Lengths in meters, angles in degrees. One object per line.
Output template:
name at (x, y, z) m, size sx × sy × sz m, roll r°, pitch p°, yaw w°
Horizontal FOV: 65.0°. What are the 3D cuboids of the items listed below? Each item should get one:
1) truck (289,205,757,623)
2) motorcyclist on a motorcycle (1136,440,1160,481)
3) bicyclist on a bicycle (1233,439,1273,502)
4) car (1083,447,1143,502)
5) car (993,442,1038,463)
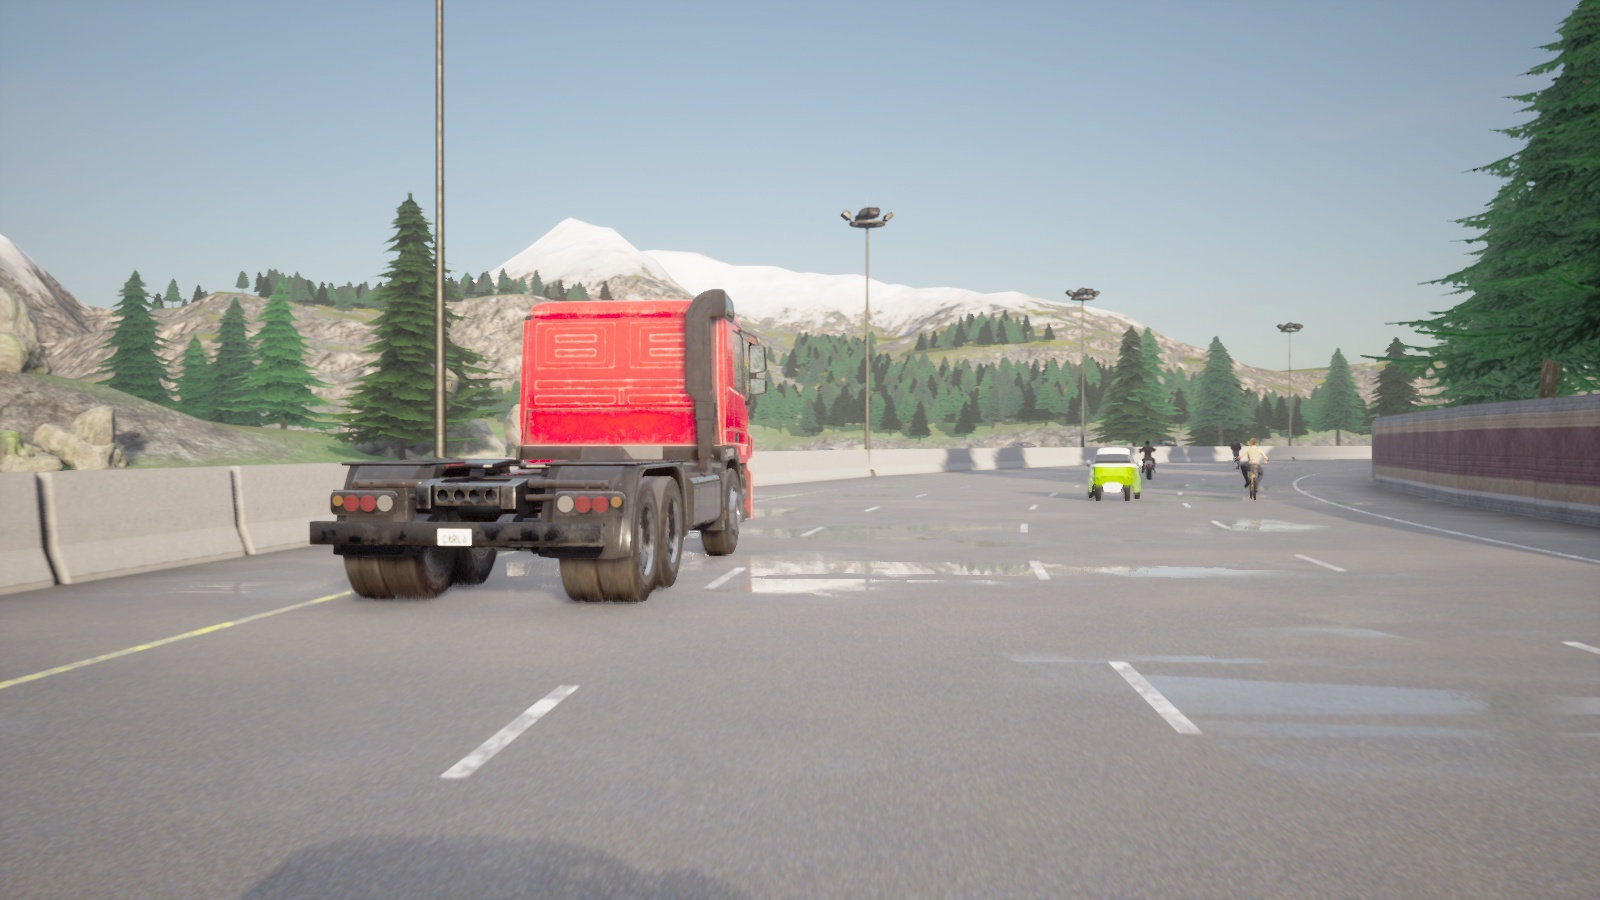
truck at (-2.495, -0.320, 14.510) m, size 2.891 × 3.462 × 7.936 m, roll 0°, pitch 0°, yaw 6°
motorcyclist on a motorcycle at (14.386, 0.421, 51.956) m, size 0.766 × 1.649 × 2.350 m, roll -2°, pitch 0°, yaw 13°
bicyclist on a bicycle at (11.838, 0.512, 32.862) m, size 0.866 × 1.612 × 1.509 m, roll 0°, pitch 0°, yaw 15°
car at (8.334, 0.623, 33.376) m, size 1.481 × 1.376 × 2.207 m, roll 0°, pitch 0°, yaw 15°
car at (16.233, 0.212, 94.455) m, size 1.789 × 1.549 × 3.705 m, roll 0°, pitch 0°, yaw 38°
